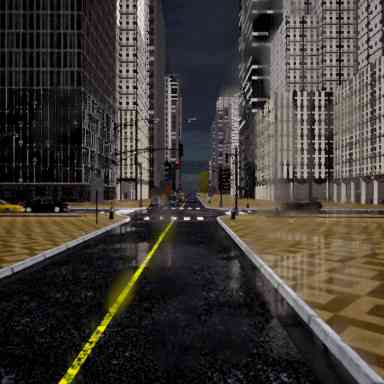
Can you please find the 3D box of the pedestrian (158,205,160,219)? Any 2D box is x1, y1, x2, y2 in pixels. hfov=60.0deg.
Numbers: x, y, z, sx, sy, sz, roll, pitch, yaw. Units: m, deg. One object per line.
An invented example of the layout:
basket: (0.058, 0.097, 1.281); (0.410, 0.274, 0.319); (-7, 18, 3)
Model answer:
pedestrian: (-2.912, 1.291, 27.283); (0.375, 1.860, 0.375); (0, 0, 0)

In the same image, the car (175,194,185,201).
car: (-2.956, 1.343, 82.753); (2.097, 1.767, 4.553); (0, 0, 0)

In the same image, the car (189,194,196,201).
car: (0.045, 1.520, 83.163); (2.033, 1.411, 5.357); (0, 0, 0)

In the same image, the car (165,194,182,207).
car: (-3.064, 1.350, 52.449); (2.097, 1.767, 4.553); (0, 0, 0)

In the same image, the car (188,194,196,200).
car: (0.051, 1.342, 93.584); (2.128, 1.511, 4.902); (0, 0, 0)

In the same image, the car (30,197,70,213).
car: (-15.401, 1.423, 35.101); (4.892, 1.490, 1.837); (1, 0, -1)

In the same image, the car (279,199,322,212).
car: (12.622, 1.561, 38.749); (4.902, 1.511, 2.128); (0, 0, -2)

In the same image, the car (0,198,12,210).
car: (-24.860, 1.438, 40.847); (4.403, 1.369, 2.008); (0, -1, -1)

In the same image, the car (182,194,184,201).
car: (-2.962, 1.540, 69.505); (2.033, 1.411, 5.357); (0, 0, 0)

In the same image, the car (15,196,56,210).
car: (-19.183, 1.361, 40.968); (4.097, 1.590, 1.967); (0, -1, -1)

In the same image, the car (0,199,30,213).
car: (-18.877, 1.415, 32.332); (4.829, 1.417, 1.752); (0, -1, -1)

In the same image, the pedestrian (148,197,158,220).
pedestrian: (-3.137, 1.292, 26.610); (0.375, 1.860, 0.375); (0, 0, 0)
